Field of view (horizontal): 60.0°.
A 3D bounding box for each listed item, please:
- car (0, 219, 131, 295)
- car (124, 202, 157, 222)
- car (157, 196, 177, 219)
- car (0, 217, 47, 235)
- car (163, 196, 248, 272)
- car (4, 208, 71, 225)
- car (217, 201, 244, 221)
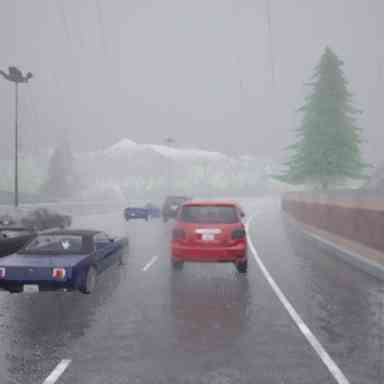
[{"bbox_3d":[-3.051,1.636,8.818,1.895,1.301,4.718,0,0,3],"label":"car"},{"bbox_3d":[-4.003,1.580,27.775,1.882,1.535,5.008,0,0,11],"label":"car"},{"bbox_3d":[-0.754,1.316,26.341,2.150,2.045,5.566,0,0,11],"label":"car"},{"bbox_3d":[-6.486,1.643,9.851,1.895,1.301,4.718,0,0,4],"label":"car"},{"bbox_3d":[0.630,1.261,11.193,2.150,2.045,5.566,0,0,5],"label":"car"},{"bbox_3d":[-9.030,1.626,19.331,2.033,1.411,5.357,0,0,8],"label":"car"},{"bbox_3d":[3.499,1.579,29.416,1.882,1.535,5.008,0,0,12],"label":"car"}]
